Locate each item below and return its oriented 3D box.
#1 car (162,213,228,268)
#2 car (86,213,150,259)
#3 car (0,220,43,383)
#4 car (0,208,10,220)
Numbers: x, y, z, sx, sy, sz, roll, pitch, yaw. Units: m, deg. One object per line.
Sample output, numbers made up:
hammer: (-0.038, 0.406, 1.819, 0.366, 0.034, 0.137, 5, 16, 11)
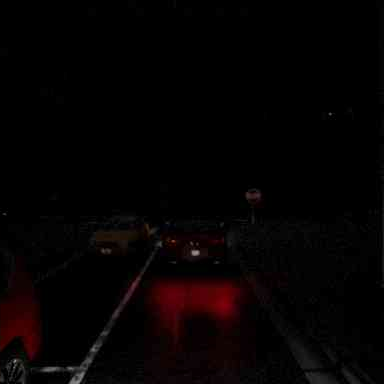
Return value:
car: (0.091, 1.451, 11.259, 1.882, 1.535, 5.008, 0, 0, 0)
car: (-2.623, 1.496, 12.613, 1.752, 1.417, 4.829, 1, 0, 0)
car: (-2.616, 1.311, 1.717, 2.192, 1.841, 5.009, 1, 0, 0)
car: (-16.783, 1.768, 26.342, 4.181, 1.385, 1.994, -1, -1, 0)
